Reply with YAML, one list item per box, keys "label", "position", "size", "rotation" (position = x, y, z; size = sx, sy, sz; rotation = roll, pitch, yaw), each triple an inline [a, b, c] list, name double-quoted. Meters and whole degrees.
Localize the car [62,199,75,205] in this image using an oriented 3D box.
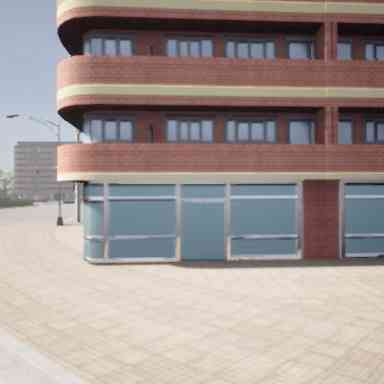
- label: "car"
  position: [-31.164, 2.503, 83.945]
  size: [1.895, 1.301, 4.718]
  rotation: [0, -1, -4]
